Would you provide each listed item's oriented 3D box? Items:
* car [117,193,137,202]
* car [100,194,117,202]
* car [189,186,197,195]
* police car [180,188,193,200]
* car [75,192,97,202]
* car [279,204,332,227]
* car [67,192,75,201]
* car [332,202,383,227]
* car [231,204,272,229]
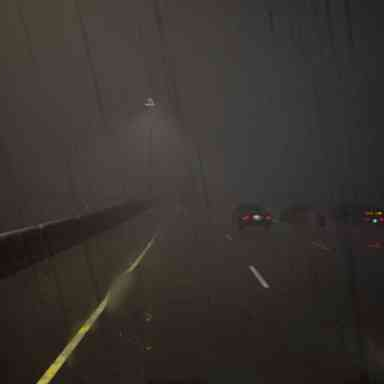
[{"bbox_3d":[-10.549,0.891,55.958,2.033,1.411,5.357,0,1,1],"label":"car"},{"bbox_3d":[-14.049,0.935,56.374,1.895,1.301,4.718,0,1,1],"label":"car"},{"bbox_3d":[0.010,-0.230,81.629,2.150,2.045,5.566,0,2,0],"label":"car"},{"bbox_3d":[-1.218,0.583,63.897,1.930,1.638,5.238,0,1,0],"label":"police car"},{"bbox_3d":[-17.546,0.944,55.960,1.895,1.301,4.718,0,1,1],"label":"car"},{"bbox_3d":[7.102,1.445,21.734,1.994,1.385,4.181,0,1,0],"label":"car"},{"bbox_3d":[-21.020,0.721,60.415,1.882,1.535,5.008,0,1,1],"label":"car"},{"bbox_3d":[10.603,1.387,21.700,1.837,1.490,4.892,0,1,0],"label":"car"},{"bbox_3d":[3.602,1.437,20.863,2.033,1.411,5.357,0,1,0],"label":"car"}]
